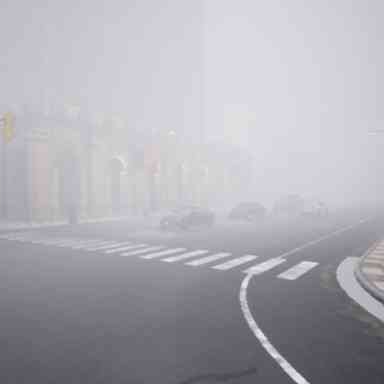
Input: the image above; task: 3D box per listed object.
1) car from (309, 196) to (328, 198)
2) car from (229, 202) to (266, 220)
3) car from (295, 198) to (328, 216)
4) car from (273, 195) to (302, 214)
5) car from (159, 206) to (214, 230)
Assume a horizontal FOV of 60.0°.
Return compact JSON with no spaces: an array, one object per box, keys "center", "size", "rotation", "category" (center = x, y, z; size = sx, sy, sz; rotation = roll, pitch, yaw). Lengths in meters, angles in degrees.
[{"center":[16.954,1.494,46.578],"size":[2.097,1.767,4.553],"rotation":[-1,-1,35],"category":"car"},{"center":[5.072,1.641,29.828],"size":[1.837,1.490,4.892],"rotation":[-1,0,35],"category":"car"},{"center":[12.313,1.626,33.628],"size":[1.812,1.442,4.674],"rotation":[-1,0,35],"category":"car"},{"center":[11.263,1.360,38.546],"size":[2.150,2.045,5.566],"rotation":[-1,0,35],"category":"car"},{"center":[-0.215,1.660,22.364],"size":[1.812,1.442,4.674],"rotation":[-1,0,36],"category":"car"}]
